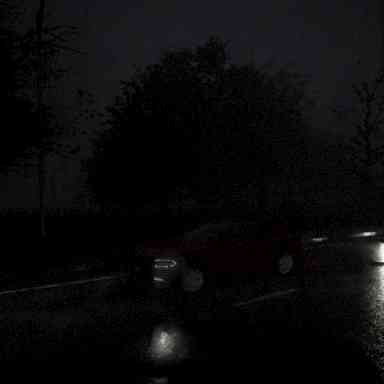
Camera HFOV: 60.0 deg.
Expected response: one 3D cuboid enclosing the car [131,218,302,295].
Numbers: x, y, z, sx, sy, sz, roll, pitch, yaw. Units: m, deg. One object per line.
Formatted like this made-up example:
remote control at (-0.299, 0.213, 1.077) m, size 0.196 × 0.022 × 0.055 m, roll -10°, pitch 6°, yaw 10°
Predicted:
car at (0.824, 1.493, 8.910) m, size 5.008 × 1.535 × 1.882 m, roll 1°, pitch 0°, yaw -35°
